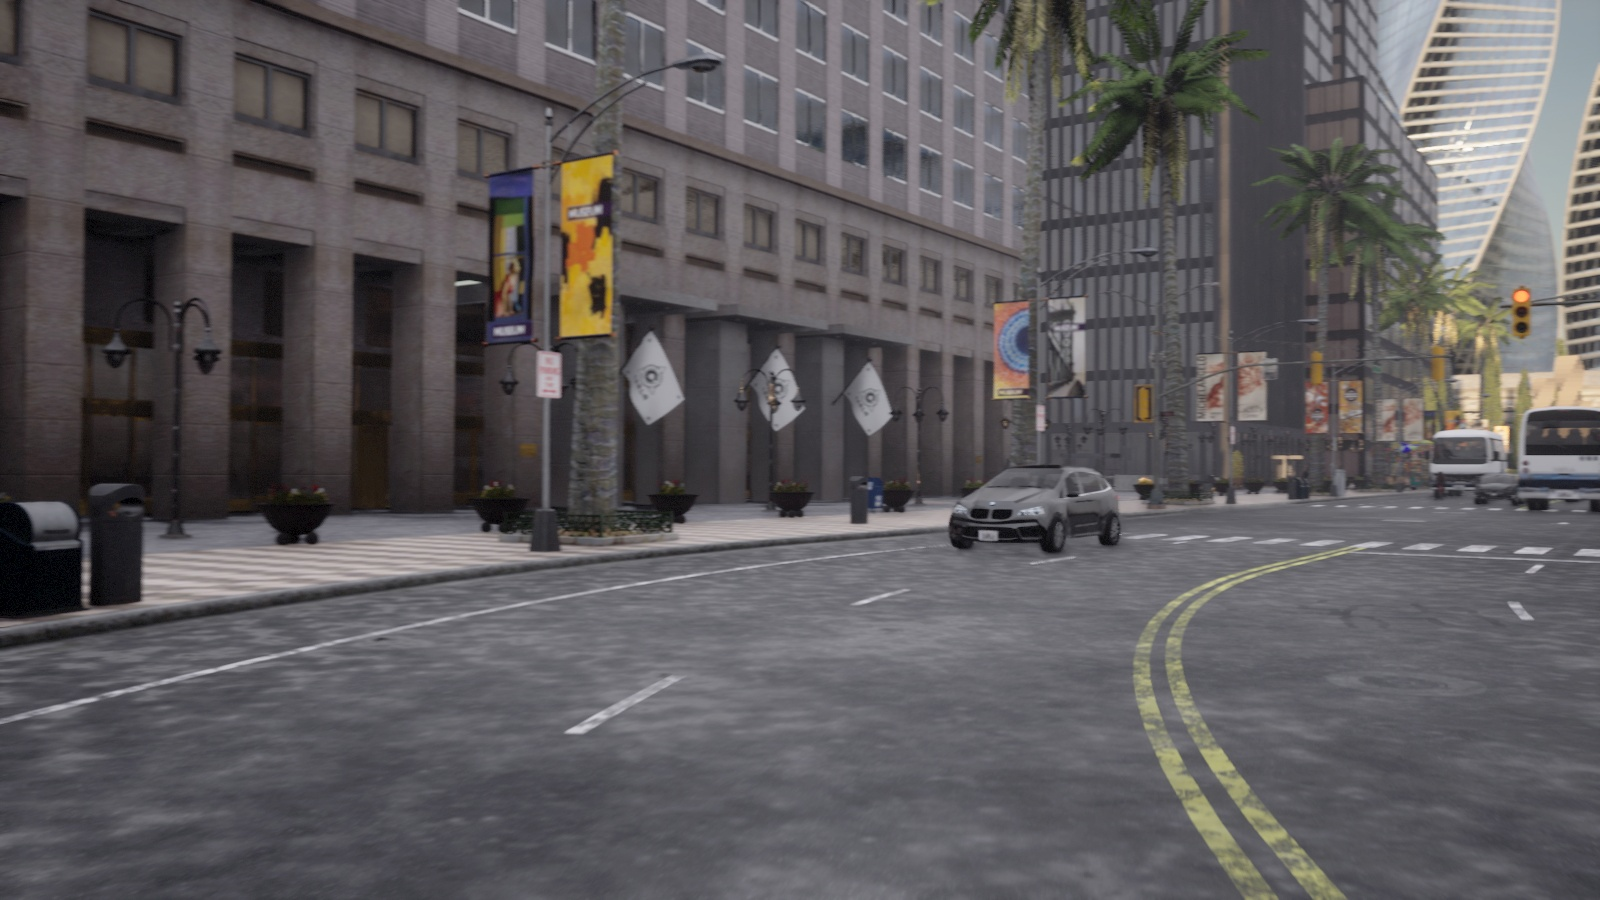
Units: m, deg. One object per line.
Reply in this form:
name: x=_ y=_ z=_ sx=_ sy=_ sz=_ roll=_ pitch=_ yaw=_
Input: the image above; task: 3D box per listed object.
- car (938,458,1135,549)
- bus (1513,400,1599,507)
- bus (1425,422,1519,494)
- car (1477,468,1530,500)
car: x=4.910 y=1.030 z=25.524 sx=2.242 sy=1.667 sz=4.611 roll=-1 pitch=-1 yaw=35
bus: x=33.868 y=0.187 z=54.669 sx=3.944 sy=4.253 sz=10.273 roll=-1 pitch=-1 yaw=35
bus: x=42.517 y=0.537 z=79.236 sx=3.944 sy=4.253 sz=10.273 roll=-1 pitch=-1 yaw=35
car: x=34.870 y=1.674 z=62.182 sx=1.837 sy=1.490 sz=4.892 roll=-1 pitch=-2 yaw=35
